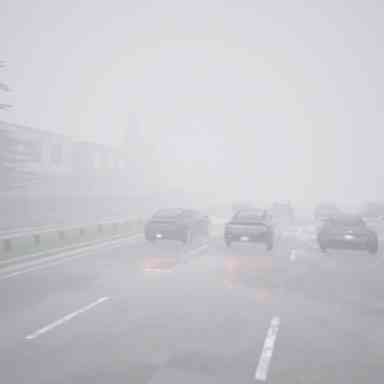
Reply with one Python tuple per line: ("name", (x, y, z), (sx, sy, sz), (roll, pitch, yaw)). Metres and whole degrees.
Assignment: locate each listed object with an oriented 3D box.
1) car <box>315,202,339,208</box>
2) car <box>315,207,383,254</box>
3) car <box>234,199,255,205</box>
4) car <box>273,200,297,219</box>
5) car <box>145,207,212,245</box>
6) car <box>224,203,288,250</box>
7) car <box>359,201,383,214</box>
("car", (11.275, 1.522, 27.719), (1.994, 1.385, 4.181), (0, 0, 20))
("car", (6.177, 1.544, 13.515), (1.994, 1.385, 4.181), (0, 0, 20))
("car", (5.070, 1.431, 31.140), (1.882, 1.535, 5.008), (0, 0, 20))
("car", (7.839, 1.450, 28.517), (2.128, 1.511, 4.902), (0, 0, 20))
("car", (-0.490, 1.483, 15.668), (1.837, 1.490, 4.892), (0, 1, 20))
("car", (2.748, 1.470, 14.333), (2.128, 1.511, 4.902), (0, 0, 20))
("car", (14.447, 1.467, 26.204), (1.837, 1.490, 4.892), (0, 1, 20))
